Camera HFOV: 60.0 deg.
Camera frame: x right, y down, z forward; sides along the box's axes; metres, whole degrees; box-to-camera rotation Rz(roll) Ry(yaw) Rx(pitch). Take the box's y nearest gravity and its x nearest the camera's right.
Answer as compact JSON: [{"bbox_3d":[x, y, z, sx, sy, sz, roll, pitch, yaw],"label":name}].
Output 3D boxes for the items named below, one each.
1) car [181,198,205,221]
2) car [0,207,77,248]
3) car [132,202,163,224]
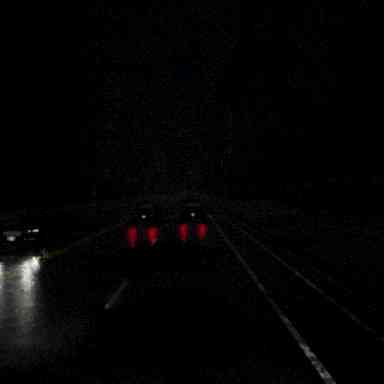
[{"bbox_3d":[0.072,1.456,26.574,1.812,1.442,4.674,0,0,0],"label":"car"},{"bbox_3d":[-6.606,1.446,14.620,2.128,1.511,4.902,0,0,0],"label":"car"},{"bbox_3d":[-3.174,1.461,24.237,1.812,1.442,4.674,0,0,0],"label":"car"}]
